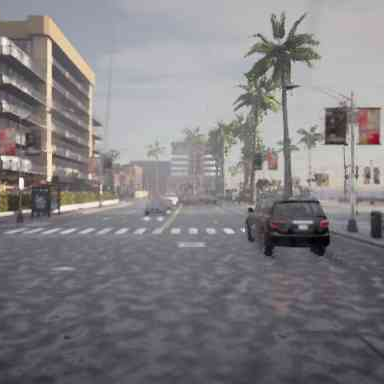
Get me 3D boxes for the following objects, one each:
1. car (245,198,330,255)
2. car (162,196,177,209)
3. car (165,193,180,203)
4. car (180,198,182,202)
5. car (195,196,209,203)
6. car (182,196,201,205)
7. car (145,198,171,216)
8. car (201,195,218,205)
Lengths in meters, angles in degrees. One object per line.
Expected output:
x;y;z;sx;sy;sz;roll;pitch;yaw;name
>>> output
3.601;1.230;13.458;2.150;2.045;5.566;0;0;0;car
-3.496;1.575;43.284;2.033;1.411;5.357;0;0;0;car
-3.497;1.256;53.654;2.150;2.045;5.566;0;0;0;car
-1.470;1.597;70.804;1.994;1.385;4.181;0;0;-12;car
2.120;1.545;70.551;1.837;1.490;4.892;0;0;-12;car
-0.142;1.530;60.638;2.128;1.511;4.902;0;0;-4;car
-3.497;1.585;33.106;1.994;1.385;4.181;0;0;0;car
3.363;1.390;60.495;2.097;1.767;4.553;0;0;-4;car
